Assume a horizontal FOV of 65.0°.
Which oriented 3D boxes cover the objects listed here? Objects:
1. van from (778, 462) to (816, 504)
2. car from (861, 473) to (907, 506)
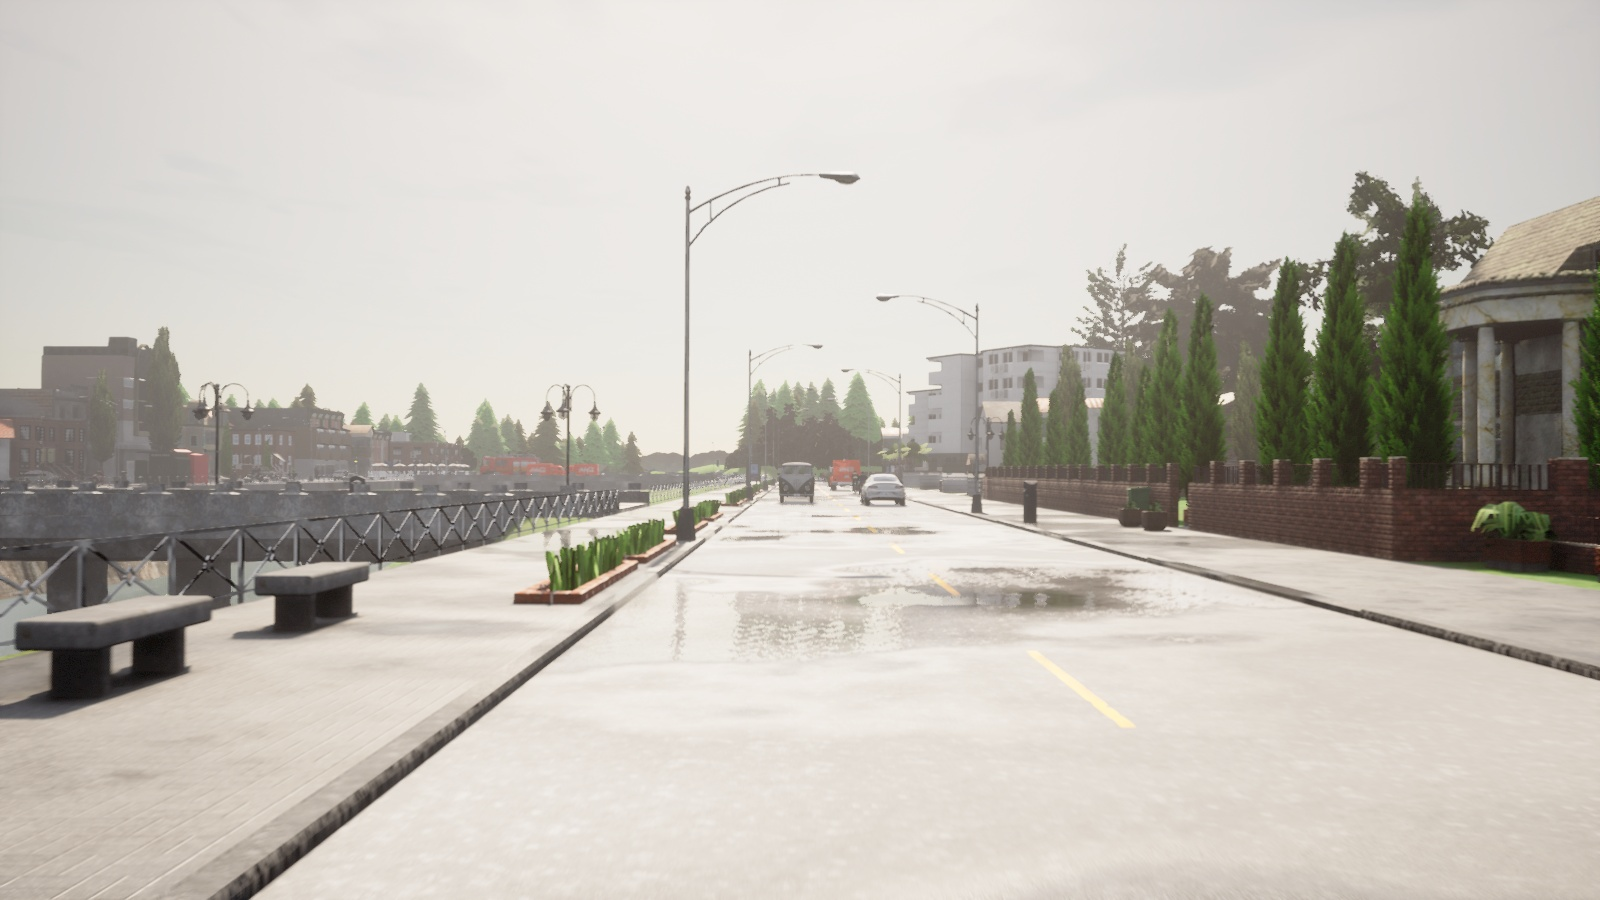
[{"bbox_3d":[-0.147,1.608,62.100,1.775,1.987,4.442,0,-1,0],"label":"van"},{"bbox_3d":[3.863,1.806,58.605,1.812,1.442,4.674,0,-1,0],"label":"car"}]
